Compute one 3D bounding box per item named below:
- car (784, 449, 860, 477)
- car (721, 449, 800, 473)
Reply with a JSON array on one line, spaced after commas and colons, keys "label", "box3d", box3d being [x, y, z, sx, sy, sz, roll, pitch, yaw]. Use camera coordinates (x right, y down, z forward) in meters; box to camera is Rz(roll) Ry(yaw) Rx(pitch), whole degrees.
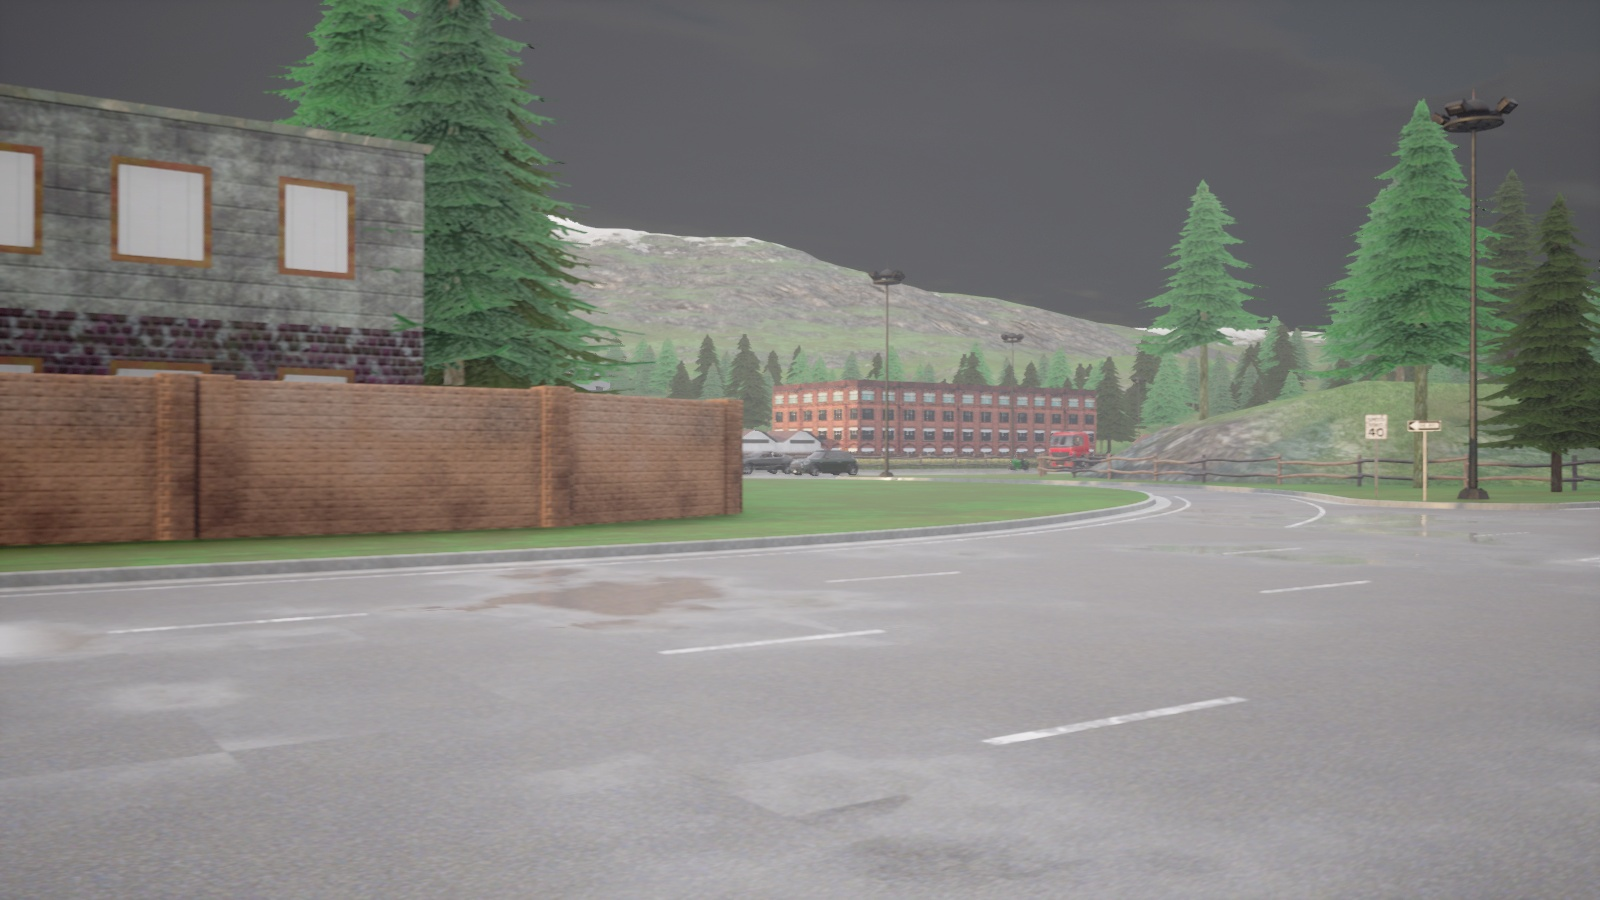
[{"label": "car", "box3d": [1.435, 0.799, 80.949, 4.553, 1.767, 2.097, 0, 0, -35]}, {"label": "car", "box3d": [-2.712, 0.741, 86.592, 5.027, 1.651, 2.152, 0, 0, -35]}]
